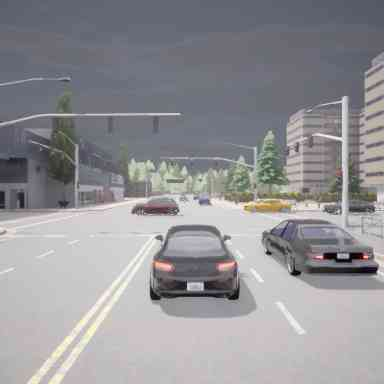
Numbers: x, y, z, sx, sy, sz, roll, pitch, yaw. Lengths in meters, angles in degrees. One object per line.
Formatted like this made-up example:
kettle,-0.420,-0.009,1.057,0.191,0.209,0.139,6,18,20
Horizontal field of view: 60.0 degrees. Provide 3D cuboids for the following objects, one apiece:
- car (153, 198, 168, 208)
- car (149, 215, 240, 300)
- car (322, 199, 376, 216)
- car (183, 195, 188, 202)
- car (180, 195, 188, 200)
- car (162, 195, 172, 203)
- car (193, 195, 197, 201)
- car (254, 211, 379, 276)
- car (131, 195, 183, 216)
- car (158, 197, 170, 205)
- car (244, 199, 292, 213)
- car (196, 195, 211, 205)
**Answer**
car,-4.780,1.564,50.292,1.994,1.385,4.181,0,0,-2
car,0.037,1.526,8.247,1.812,1.442,4.674,0,0,-1
car,15.263,1.504,32.498,4.892,1.490,1.837,0,0,-2
car,-1.910,1.533,78.167,2.033,1.411,5.357,0,0,-1
car,-2.183,1.467,88.802,1.994,1.385,4.181,0,0,-1
car,-5.217,1.478,70.600,1.882,1.535,5.008,0,0,-1
car,1.316,1.500,88.874,1.837,1.490,4.892,0,0,-1
car,3.534,1.547,10.304,2.033,1.411,5.357,0,0,0
car,-3.414,1.352,31.493,4.553,1.767,2.097,0,0,-4
car,-5.018,1.564,60.269,1.994,1.385,4.181,0,0,-2
car,8.119,1.477,35.757,5.008,1.535,1.882,0,0,-2
car,2.181,1.477,57.525,1.882,1.535,5.008,0,0,-1
